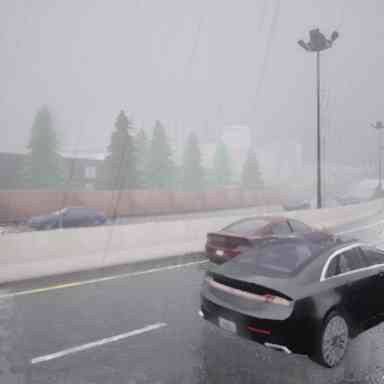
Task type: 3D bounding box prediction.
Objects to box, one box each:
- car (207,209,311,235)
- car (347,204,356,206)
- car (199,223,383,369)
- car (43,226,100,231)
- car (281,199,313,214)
[{"bbox_3d":[2.654,1.483,10.572,5.008,1.535,1.882,0,0,-40],"label":"car"},{"bbox_3d":[22.395,1.432,46.458,2.128,1.511,4.902,0,0,32],"label":"car"},{"bbox_3d":[2.356,1.489,5.795,4.902,1.511,2.128,0,0,-38],"label":"car"},{"bbox_3d":[-7.541,1.622,20.453,4.674,1.442,1.812,0,0,-40],"label":"car"},{"bbox_3d":[11.427,1.501,35.950,1.837,1.490,4.892,0,0,35],"label":"car"}]
